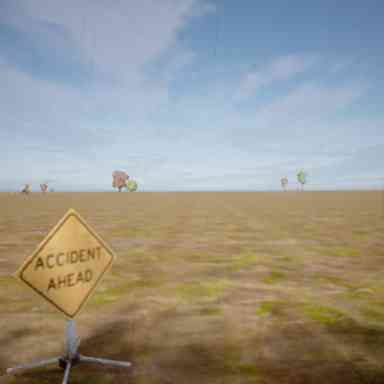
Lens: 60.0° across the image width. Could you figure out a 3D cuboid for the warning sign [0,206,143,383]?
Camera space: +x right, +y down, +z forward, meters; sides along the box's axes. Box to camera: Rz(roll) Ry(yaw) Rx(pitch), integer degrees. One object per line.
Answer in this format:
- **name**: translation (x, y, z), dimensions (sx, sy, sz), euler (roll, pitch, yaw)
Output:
- **warning sign**: translation (-1.411, 1.122, 3.860), dimensions (1.060, 1.860, 1.300), euler (0, 0, 36)
